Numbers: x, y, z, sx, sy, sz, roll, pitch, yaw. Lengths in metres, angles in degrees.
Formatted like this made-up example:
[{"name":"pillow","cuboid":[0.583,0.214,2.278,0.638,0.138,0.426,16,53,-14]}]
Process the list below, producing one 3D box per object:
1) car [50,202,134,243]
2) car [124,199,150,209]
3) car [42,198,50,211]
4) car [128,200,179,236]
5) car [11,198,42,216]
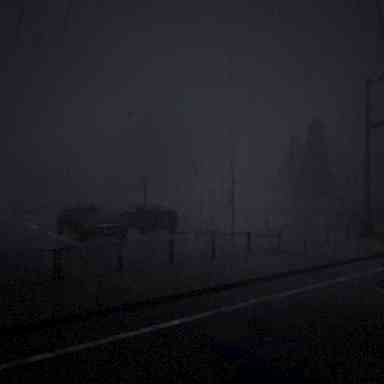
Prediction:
[{"name":"car","cuboid":[-5.023,1.380,16.180,2.152,1.636,5.027,1,0,-36]},{"name":"car","cuboid":[-8.350,1.809,49.895,1.895,1.301,4.718,1,0,-36]},{"name":"car","cuboid":[-17.765,1.452,39.157,1.845,1.501,3.633,1,0,-36]},{"name":"car","cuboid":[-2.512,1.418,18.059,2.007,1.523,4.514,1,0,-36]},{"name":"car","cuboid":[-15.835,1.434,31.396,1.970,1.475,3.806,1,0,-36]}]
